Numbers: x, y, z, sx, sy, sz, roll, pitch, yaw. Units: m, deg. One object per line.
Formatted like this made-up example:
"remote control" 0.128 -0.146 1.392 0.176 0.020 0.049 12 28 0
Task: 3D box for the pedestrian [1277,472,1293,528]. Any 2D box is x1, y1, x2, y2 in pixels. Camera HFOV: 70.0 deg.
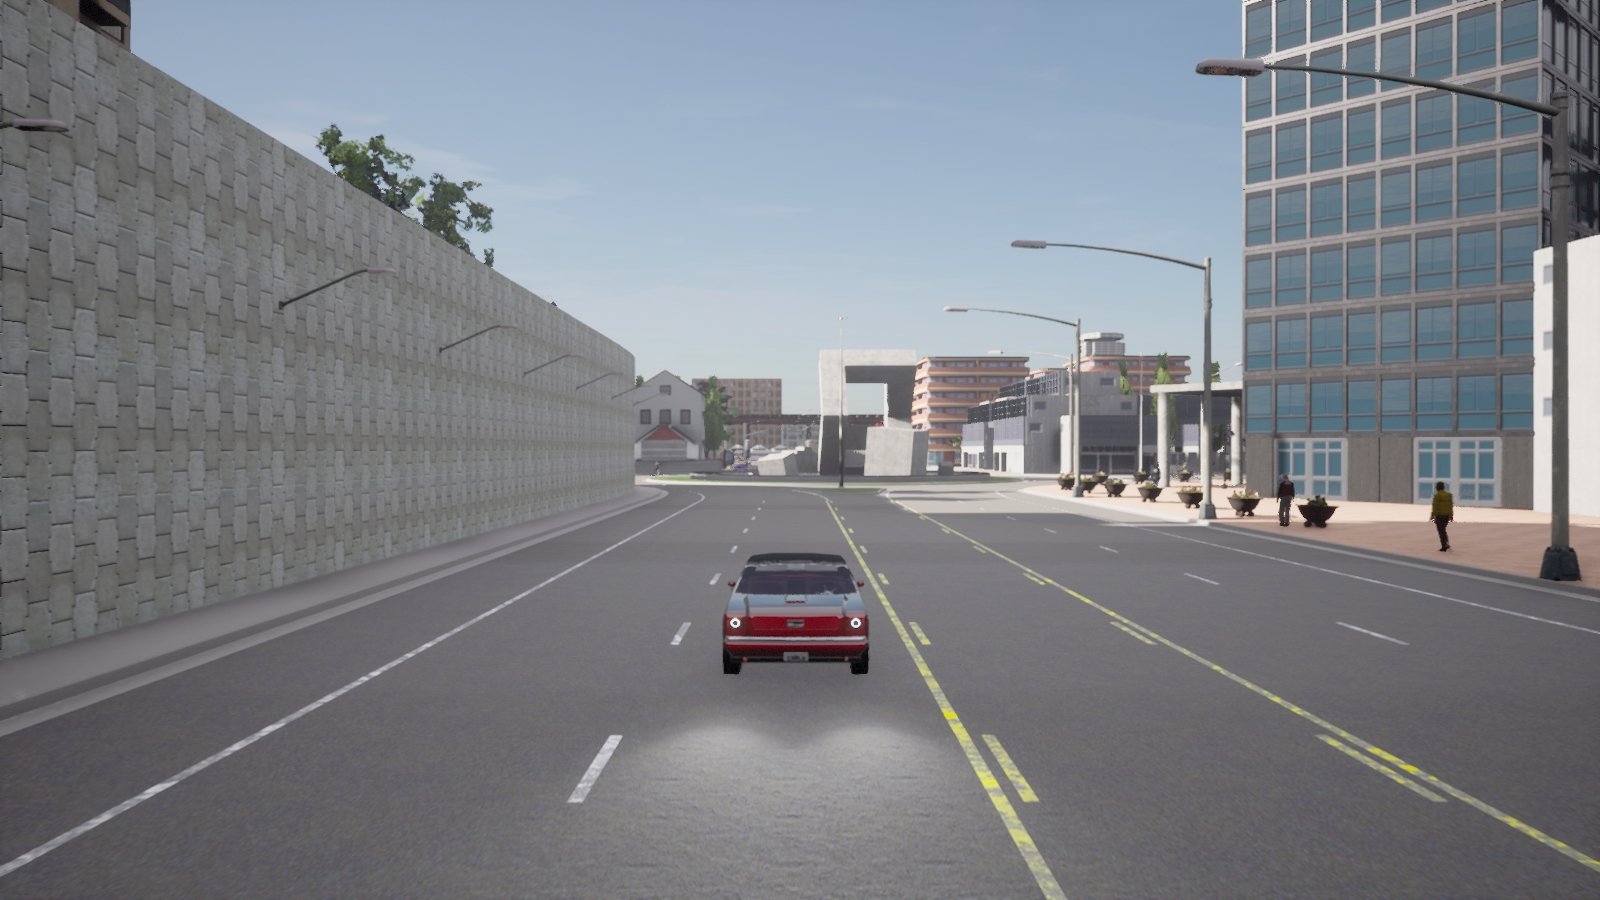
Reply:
"pedestrian" 16.458 1.688 38.782 0.375 1.860 0.375 0 0 0

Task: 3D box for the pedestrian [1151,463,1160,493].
"pedestrian" 21.535 1.695 69.227 0.375 1.860 0.375 0 0 36

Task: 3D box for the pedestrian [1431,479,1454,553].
"pedestrian" 16.439 1.690 29.231 0.375 1.860 0.375 0 0 0

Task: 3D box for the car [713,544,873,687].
"car" -0.084 2.149 15.849 1.895 1.301 4.718 0 0 0
